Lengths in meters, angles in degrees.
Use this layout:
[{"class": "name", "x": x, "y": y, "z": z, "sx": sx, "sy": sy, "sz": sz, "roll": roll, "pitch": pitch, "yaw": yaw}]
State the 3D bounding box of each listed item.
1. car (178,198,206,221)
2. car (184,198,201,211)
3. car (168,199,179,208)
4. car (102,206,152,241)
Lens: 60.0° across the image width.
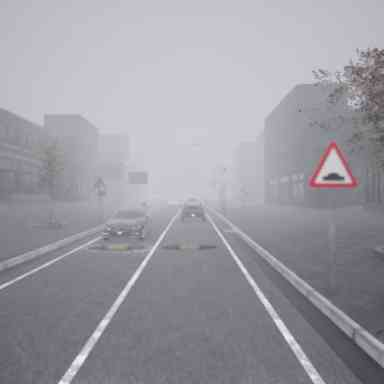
[{"class": "car", "x": 0.087, "y": 1.504, "z": 27.194, "sx": 1.837, "sy": 1.490, "sz": 4.892, "roll": 0, "pitch": -1, "yaw": 0}, {"class": "car", "x": 0.078, "y": 1.633, "z": 44.639, "sx": 2.033, "sy": 1.649, "sz": 4.856, "roll": 0, "pitch": -1, "yaw": 0}, {"class": "car", "x": -3.078, "y": 1.934, "z": 57.094, "sx": 1.812, "sy": 1.442, "sz": 4.674, "roll": 0, "pitch": -1, "yaw": 0}, {"class": "car", "x": -3.105, "y": 1.504, "z": 16.705, "sx": 1.837, "sy": 1.490, "sz": 4.892, "roll": 0, "pitch": 0, "yaw": 0}]
